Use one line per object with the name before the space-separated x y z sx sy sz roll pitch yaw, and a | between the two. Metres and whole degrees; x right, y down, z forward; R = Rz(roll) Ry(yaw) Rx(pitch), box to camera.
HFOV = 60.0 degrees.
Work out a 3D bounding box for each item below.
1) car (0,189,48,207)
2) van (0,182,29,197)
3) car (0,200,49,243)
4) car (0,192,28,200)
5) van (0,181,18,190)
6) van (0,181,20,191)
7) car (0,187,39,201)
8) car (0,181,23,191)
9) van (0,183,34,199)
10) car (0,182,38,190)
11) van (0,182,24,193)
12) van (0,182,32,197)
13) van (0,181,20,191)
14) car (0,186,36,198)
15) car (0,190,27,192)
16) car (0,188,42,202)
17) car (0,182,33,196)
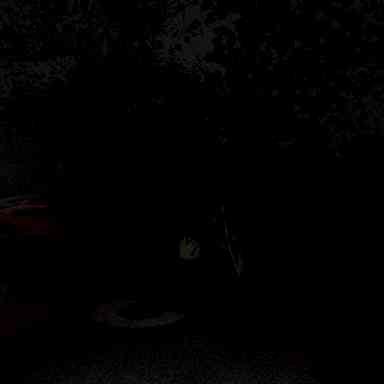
car | -16.562 0.553 31.860 4.792 1.488 2.163 1 2 -30
van | -26.349 -0.393 48.566 4.442 1.987 1.878 1 1 -30
car | -6.885 1.316 15.218 5.008 1.535 2.097 1 2 -30
car | -8.238 1.077 17.629 4.553 1.767 2.185 1 2 -30
van | -43.086 -1.475 77.422 4.442 1.987 1.878 1 1 -30
van | -41.428 -1.378 75.029 4.442 1.987 1.878 1 1 -30
car | -20.675 0.232 39.067 4.792 1.488 2.163 1 1 -30
car | -38.837 -1.230 70.274 5.566 2.045 2.435 1 1 -30
van | -22.166 -0.120 41.372 4.442 1.987 1.878 1 1 -30
car | -15.115 0.387 29.487 5.566 2.045 2.435 1 2 -30
van | -34.545 -0.933 63.162 4.442 1.987 1.878 1 1 -30
van | -24.758 -0.300 46.288 4.442 1.987 1.878 1 1 -30
van | -40.102 -1.292 72.742 4.442 1.987 1.878 1 1 -30
car | -23.472 0.014 43.842 5.008 1.535 2.097 1 1 -30
car | -12.533 0.860 24.599 5.366 1.575 1.946 1 2 -30
car | -19.352 0.329 36.786 4.792 1.488 2.163 1 2 -30
car | -27.660 -0.507 51.005 5.566 2.045 2.435 1 1 -30
